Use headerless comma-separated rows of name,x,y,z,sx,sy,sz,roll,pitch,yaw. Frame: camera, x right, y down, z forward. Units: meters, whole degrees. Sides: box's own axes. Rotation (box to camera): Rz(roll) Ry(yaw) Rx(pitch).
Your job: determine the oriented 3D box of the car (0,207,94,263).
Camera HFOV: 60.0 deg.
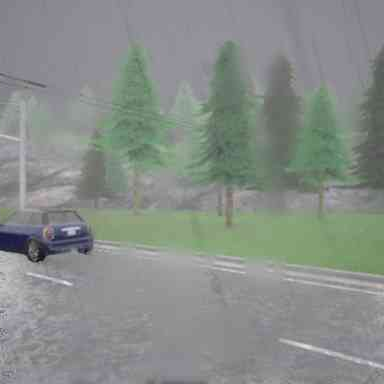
car,-5.756,1.366,12.221,4.553,1.767,2.097,0,0,34
